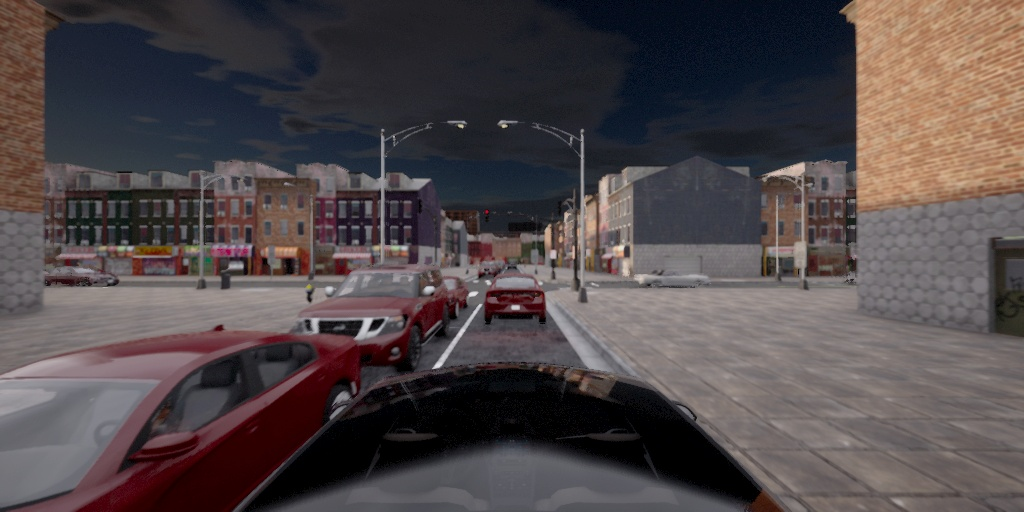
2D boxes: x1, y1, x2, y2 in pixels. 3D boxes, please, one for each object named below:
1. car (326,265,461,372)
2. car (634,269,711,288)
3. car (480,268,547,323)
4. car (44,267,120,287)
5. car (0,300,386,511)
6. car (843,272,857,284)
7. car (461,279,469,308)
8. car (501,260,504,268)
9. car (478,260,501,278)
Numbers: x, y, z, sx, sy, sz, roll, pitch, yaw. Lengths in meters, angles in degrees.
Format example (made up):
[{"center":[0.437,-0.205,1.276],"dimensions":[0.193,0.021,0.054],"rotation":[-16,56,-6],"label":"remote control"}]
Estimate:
[{"center":[-2.637,1.124,7.912],"dimensions":[2.192,1.841,5.009],"rotation":[0,0,0],"label":"car"},{"center":[11.312,1.605,25.395],"dimensions":[4.718,1.301,1.895],"rotation":[0,0,2],"label":"car"},{"center":[0.099,1.331,12.576],"dimensions":[1.882,1.535,5.008],"rotation":[0,-1,0],"label":"car"},{"center":[-30.599,1.494,25.257],"dimensions":[4.674,1.442,1.812],"rotation":[0,0,0],"label":"car"},{"center":[-2.639,1.302,2.478],"dimensions":[1.888,1.381,4.507],"rotation":[0,0,0],"label":"car"},{"center":[28.844,1.541,28.080],"dimensions":[4.892,1.490,1.837],"rotation":[0,0,0],"label":"car"},{"center":[-2.636,1.406,13.345],"dimensions":[1.888,1.381,4.507],"rotation":[0,0,0],"label":"car"},{"center":[-2.627,1.552,50.606],"dimensions":[2.192,1.841,5.009],"rotation":[0,0,0],"label":"car"},{"center":[-2.629,1.439,39.753],"dimensions":[2.192,1.841,5.009],"rotation":[0,0,0],"label":"car"}]
